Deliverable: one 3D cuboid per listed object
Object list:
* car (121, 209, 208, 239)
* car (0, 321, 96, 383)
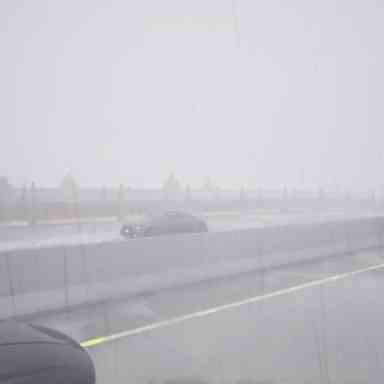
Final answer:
[{"bbox_3d":[-1.264,1.551,15.979,4.181,1.385,1.994,0,0,-35],"label":"car"},{"bbox_3d":[-2.974,1.478,1.583,5.008,1.535,1.882,0,0,-36],"label":"car"}]
